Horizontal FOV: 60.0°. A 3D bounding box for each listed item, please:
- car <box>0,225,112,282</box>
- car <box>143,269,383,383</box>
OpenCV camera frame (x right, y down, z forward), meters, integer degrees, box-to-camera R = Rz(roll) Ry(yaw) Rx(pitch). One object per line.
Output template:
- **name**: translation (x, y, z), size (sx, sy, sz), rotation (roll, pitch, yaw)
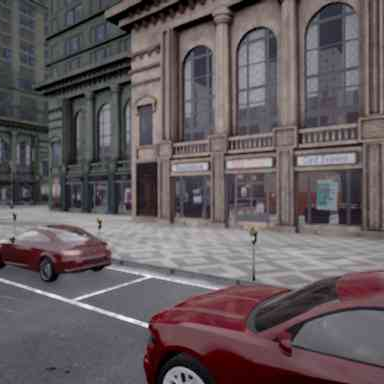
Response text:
- **car**: translation (-4.090, 1.589, 9.538), size (4.206, 1.307, 1.802), rotation (0, 0, 35)
- **car**: translation (1.794, 1.481, 2.944), size (5.008, 1.535, 1.882), rotation (0, 0, 34)
